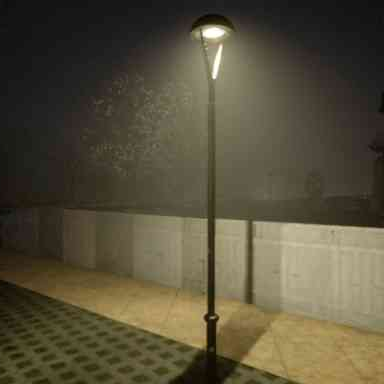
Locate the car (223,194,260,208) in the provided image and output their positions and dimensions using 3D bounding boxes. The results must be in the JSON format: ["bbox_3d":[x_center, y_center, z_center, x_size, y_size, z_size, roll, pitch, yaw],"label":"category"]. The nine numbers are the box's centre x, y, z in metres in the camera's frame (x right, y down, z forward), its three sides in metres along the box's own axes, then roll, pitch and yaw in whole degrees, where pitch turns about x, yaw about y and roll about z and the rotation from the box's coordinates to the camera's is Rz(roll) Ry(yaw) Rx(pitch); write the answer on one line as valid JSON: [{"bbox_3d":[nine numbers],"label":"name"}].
[{"bbox_3d":[6.168,1.234,38.777,1.882,1.535,5.008,3,3,41],"label":"car"}]

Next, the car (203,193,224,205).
[{"bbox_3d":[3.628,0.902,45.821,1.882,1.535,5.008,3,3,42],"label":"car"}]
